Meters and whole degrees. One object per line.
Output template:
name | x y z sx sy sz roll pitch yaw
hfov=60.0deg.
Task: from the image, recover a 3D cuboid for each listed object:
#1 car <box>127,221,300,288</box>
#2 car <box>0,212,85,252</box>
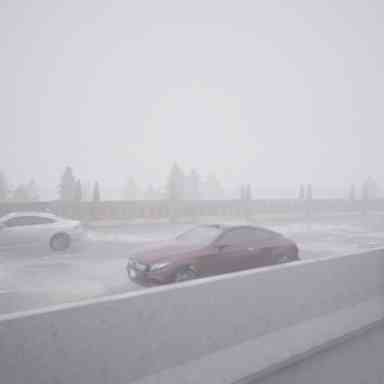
car | 0.711 1.498 8.408 4.674 1.442 1.812 0 0 -31
car | -6.347 1.464 12.137 4.674 1.442 1.812 0 0 -34
